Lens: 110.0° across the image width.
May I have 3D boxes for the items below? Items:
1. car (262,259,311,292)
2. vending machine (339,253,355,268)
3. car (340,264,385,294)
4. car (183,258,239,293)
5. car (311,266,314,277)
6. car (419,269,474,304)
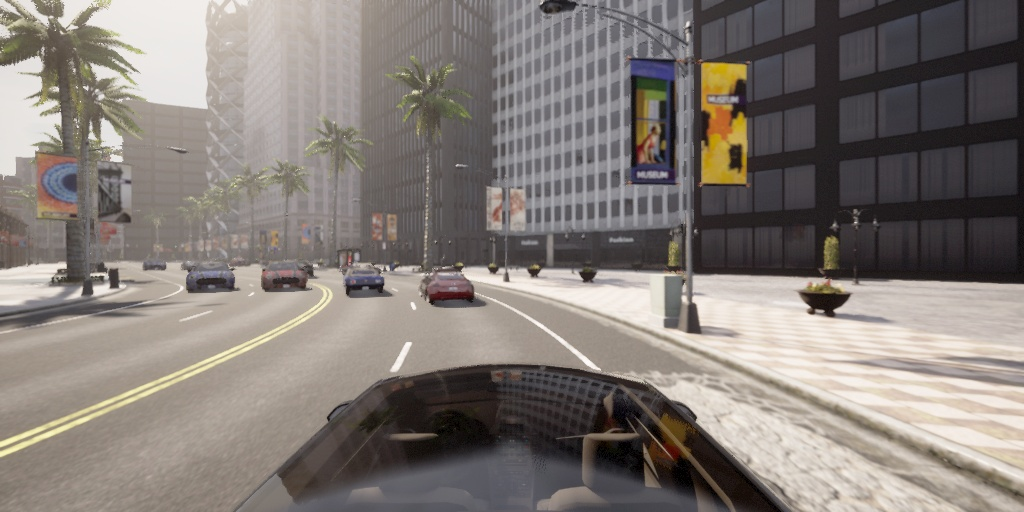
[{"bbox_3d":[-13.833,1.098,21.736,2.097,1.767,4.553,0,0,-36],"label":"car"},{"bbox_3d":[-23.524,0.915,51.037,0.880,2.100,1.100,0,0,40],"label":"vending machine"},{"bbox_3d":[-8.476,1.339,20.174,1.895,1.301,4.718,0,0,-28],"label":"car"},{"bbox_3d":[-17.796,1.107,21.286,2.097,1.767,4.553,0,0,-40],"label":"car"},{"bbox_3d":[-20.555,1.243,34.191,4.892,1.490,1.837,-1,0,42],"label":"car"},{"bbox_3d":[-3.088,1.297,16.499,1.994,1.385,4.181,0,0,-20],"label":"car"}]
